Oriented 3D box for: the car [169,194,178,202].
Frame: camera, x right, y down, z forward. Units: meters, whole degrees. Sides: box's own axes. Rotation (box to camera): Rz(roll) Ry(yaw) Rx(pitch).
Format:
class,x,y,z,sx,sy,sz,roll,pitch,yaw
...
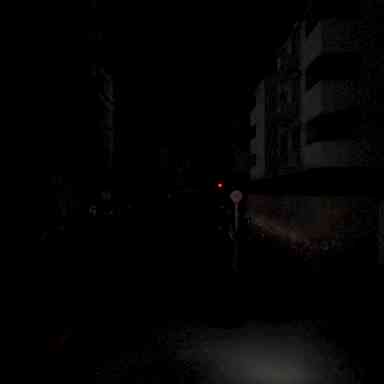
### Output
class,x,y,z,sx,sy,sz,roll,pitch,yaw
car,-4.043,1.753,74.557,2.033,1.411,5.357,0,0,0
